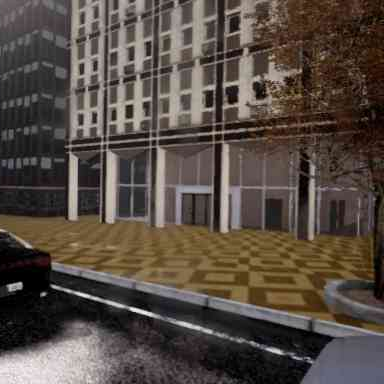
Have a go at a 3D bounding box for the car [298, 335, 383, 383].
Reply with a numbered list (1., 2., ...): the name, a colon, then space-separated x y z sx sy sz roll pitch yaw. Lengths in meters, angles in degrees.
1. car: 3.144 1.547 1.438 5.357 1.411 2.033 0 0 36

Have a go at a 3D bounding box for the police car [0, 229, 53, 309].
1. police car: -5.135 1.425 7.221 5.238 1.638 1.930 0 0 35
